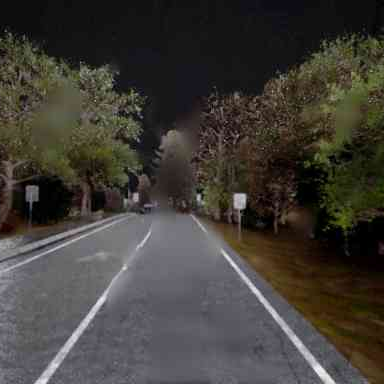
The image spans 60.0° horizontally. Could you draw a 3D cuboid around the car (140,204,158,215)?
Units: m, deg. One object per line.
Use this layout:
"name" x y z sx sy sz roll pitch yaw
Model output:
"car" -5.453 2.205 42.399 1.994 1.385 4.181 0 -2 -2
